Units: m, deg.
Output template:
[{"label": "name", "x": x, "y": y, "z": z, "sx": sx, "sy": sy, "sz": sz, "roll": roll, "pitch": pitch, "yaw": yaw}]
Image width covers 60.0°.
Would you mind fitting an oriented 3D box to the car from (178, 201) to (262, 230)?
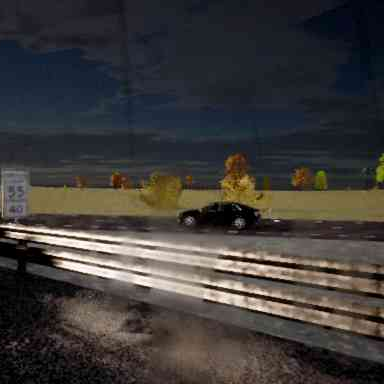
[{"label": "car", "x": 1.571, "y": 1.329, "z": 19.393, "sx": 4.892, "sy": 1.490, "sz": 1.837, "roll": 0, "pitch": 0, "yaw": 19}]
